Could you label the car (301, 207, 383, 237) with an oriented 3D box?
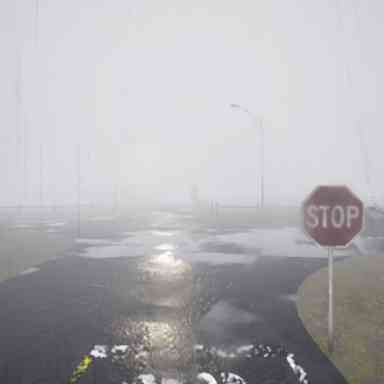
[{"bbox_3d":[7.629,1.385,14.769,5.357,1.411,2.033,-1,-1,21],"label":"car"}]
